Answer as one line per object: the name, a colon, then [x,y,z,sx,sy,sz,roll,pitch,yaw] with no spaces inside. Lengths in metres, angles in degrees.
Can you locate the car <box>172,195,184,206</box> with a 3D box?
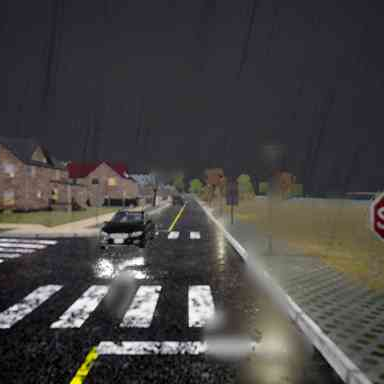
car: [-2.846,1.715,67.203,2.150,2.045,5.566,0,0,0]

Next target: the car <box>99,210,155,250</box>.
car: [-2.772,1.607,15.023,2.128,1.511,4.902,0,0,0]
